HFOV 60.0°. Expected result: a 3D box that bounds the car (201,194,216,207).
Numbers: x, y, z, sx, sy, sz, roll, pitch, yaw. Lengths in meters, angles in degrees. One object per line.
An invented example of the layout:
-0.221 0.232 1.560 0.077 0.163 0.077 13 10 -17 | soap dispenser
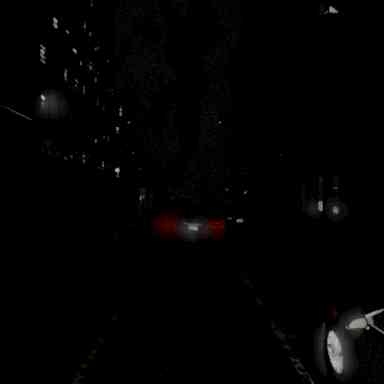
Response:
2.565 1.302 53.662 2.192 1.841 5.009 -1 0 0 | car

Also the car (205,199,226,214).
2.539 1.539 36.669 2.008 1.369 4.403 -1 0 0 | car

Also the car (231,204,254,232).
2.532 1.558 19.676 1.947 1.339 4.313 -1 0 0 | car

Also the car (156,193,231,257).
0.072 1.218 13.068 2.150 2.045 5.566 0 0 0 | car

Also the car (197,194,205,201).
2.299 1.346 86.276 2.097 1.767 4.553 0 0 0 | car

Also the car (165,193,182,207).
-2.808 1.208 51.681 2.150 2.045 5.566 0 0 0 | car

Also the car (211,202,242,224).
2.534 1.535 25.340 1.887 1.381 4.507 -1 0 0 | car

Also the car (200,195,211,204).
2.586 1.428 64.991 1.967 1.590 4.097 -1 0 0 | car

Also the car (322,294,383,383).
2.524 1.549 2.683 2.008 1.369 4.403 -1 0 0 | car

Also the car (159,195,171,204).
-5.298 1.428 65.203 1.967 1.590 4.097 -1 0 0 | car

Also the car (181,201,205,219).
0.088 1.553 29.964 1.994 1.385 4.181 0 0 0 | car

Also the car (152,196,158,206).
-5.303 1.427 53.900 1.967 1.590 4.097 -1 0 0 | car
